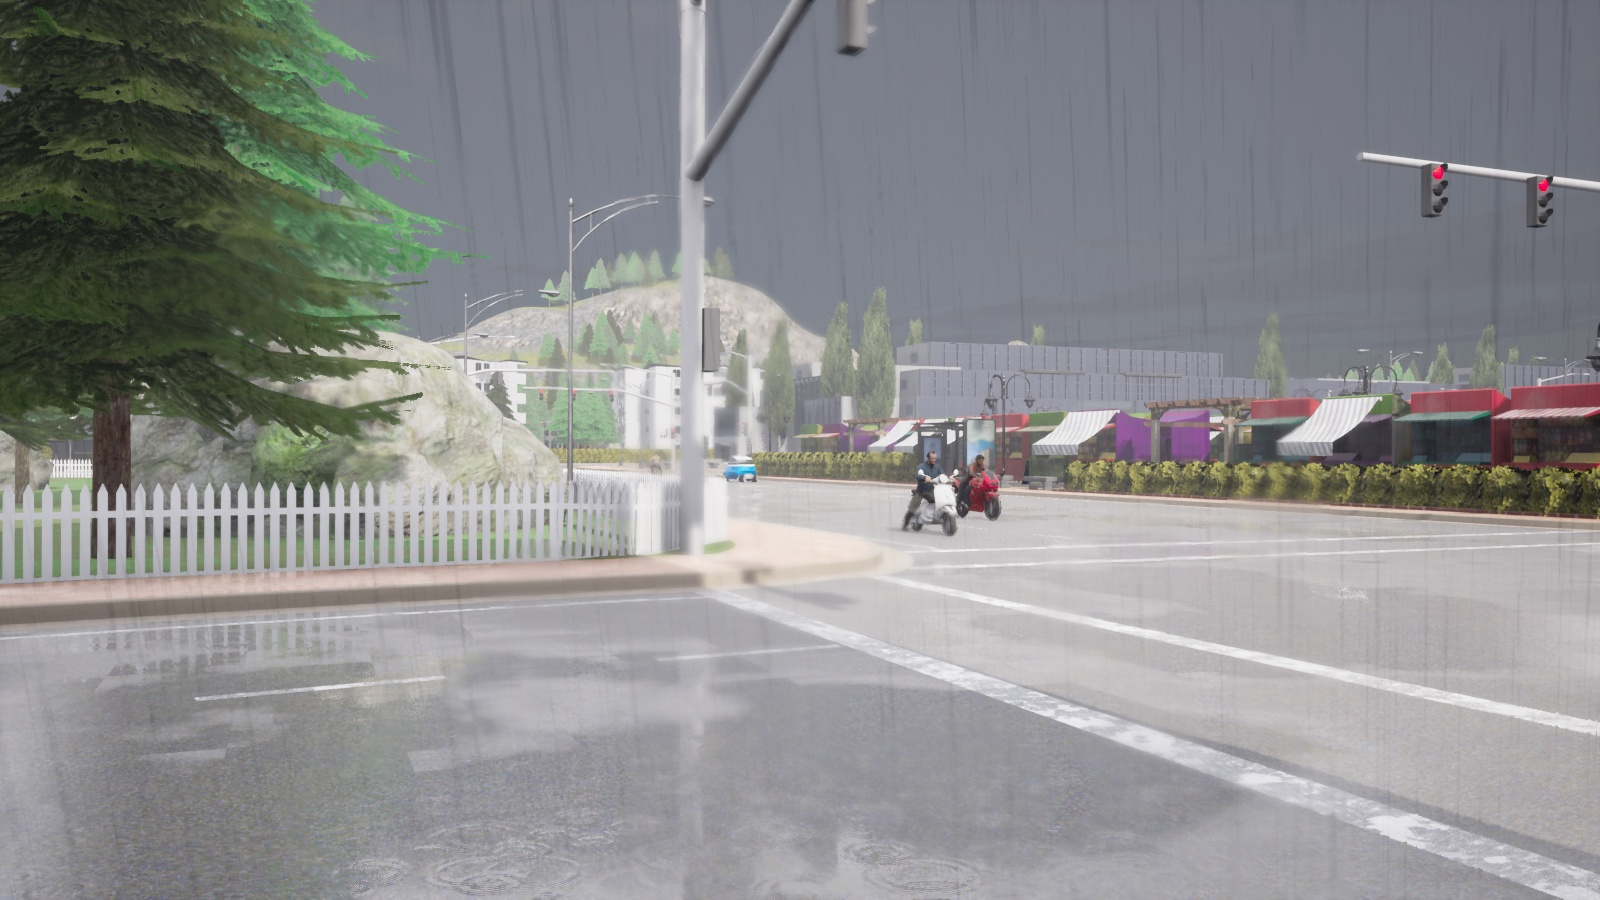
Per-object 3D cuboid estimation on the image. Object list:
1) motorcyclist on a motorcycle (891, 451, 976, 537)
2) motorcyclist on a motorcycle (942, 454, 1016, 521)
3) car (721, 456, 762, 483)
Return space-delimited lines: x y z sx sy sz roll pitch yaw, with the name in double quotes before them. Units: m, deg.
"motorcyclist on a motorcycle" 2.549 0.807 24.124 0.866 1.590 1.817 0 0 -22
"motorcyclist on a motorcycle" 4.167 0.845 29.465 0.797 1.523 2.044 0 0 -22
"car" -3.102 1.023 66.159 1.481 1.376 2.207 0 0 -22
